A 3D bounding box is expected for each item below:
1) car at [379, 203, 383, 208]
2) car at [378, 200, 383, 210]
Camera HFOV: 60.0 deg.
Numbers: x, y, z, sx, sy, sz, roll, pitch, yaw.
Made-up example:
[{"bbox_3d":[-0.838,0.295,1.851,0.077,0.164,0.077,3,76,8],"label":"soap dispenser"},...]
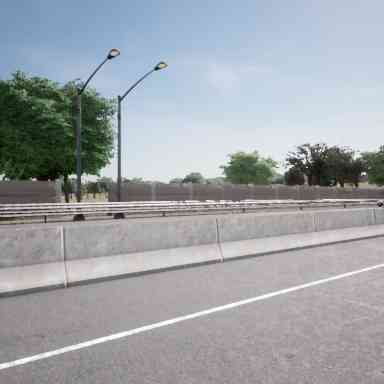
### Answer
[{"bbox_3d":[23.543,1.604,38.022,4.892,1.490,1.837,1,0,-35],"label":"car"},{"bbox_3d":[27.257,1.748,44.955,4.718,1.301,1.895,1,0,-35],"label":"car"}]
